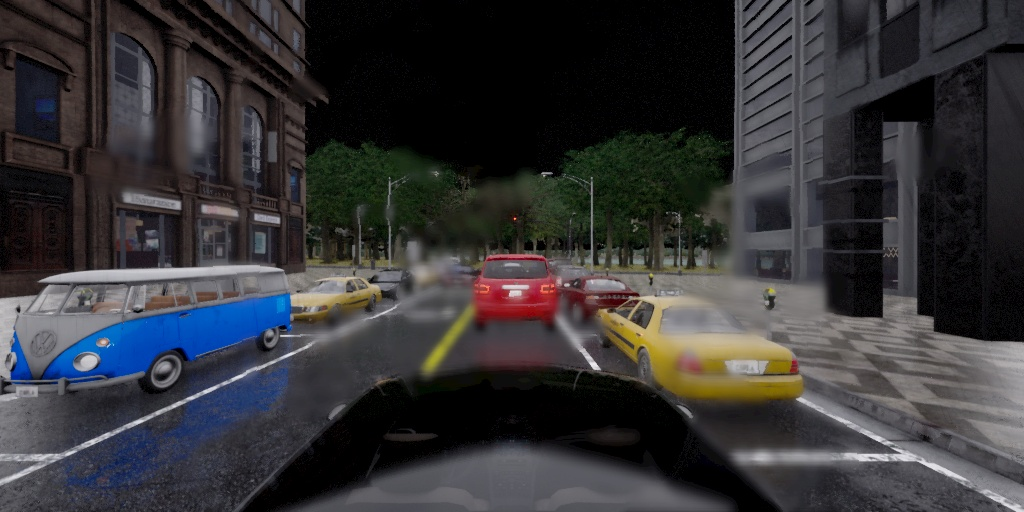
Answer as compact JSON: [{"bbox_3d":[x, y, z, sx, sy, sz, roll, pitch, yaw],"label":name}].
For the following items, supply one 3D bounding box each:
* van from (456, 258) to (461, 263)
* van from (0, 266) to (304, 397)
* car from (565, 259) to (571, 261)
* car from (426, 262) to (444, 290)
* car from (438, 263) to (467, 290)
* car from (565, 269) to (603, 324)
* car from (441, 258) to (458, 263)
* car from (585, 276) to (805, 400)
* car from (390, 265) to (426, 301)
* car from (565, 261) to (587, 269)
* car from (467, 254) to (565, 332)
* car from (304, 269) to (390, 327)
[{"bbox_3d":[-5.756,1.096,33.547,1.690,1.789,3.998,0,0,0],"label":"van"},{"bbox_3d":[-5.762,1.091,6.360,1.690,1.789,3.998,0,0,0],"label":"van"},{"bbox_3d":[2.766,1.067,22.670,2.192,1.841,5.009,0,0,0],"label":"car"},{"bbox_3d":[-5.759,1.277,22.502,1.751,1.417,4.829,0,0,0],"label":"car"},{"bbox_3d":[-3.068,1.316,22.414,1.994,1.385,4.181,0,0,0],"label":"car"},{"bbox_3d":[2.764,1.295,11.795,1.888,1.381,4.507,0,0,0],"label":"car"},{"bbox_3d":[-5.758,1.193,28.109,1.967,1.591,4.097,0,0,0],"label":"car"},{"bbox_3d":[2.763,1.275,6.527,1.751,1.417,4.829,0,0,0],"label":"car"},{"bbox_3d":[-5.760,1.317,17.234,1.948,1.339,4.313,0,0,0],"label":"car"},{"bbox_3d":[2.765,1.191,17.232,1.967,1.591,4.097,0,0,0],"label":"car"},{"bbox_3d":[0.105,0.972,11.053,2.150,2.045,5.566,0,0,0],"label":"car"},{"bbox_3d":[-5.761,1.276,11.627,1.751,1.417,4.829,0,0,0],"label":"car"}]
